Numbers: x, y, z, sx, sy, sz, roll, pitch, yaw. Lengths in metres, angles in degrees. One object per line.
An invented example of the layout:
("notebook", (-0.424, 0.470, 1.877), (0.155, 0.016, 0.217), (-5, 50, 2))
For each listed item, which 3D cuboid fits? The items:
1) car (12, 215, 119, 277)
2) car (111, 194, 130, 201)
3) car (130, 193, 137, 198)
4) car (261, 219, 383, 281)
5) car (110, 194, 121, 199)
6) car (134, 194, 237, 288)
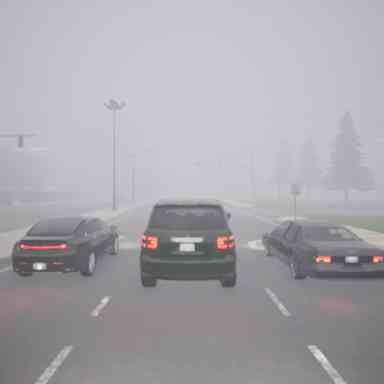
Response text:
("car", (-3.539, 1.465, 10.129), (1.837, 1.490, 4.892), (0, 0, 0))
("car", (-16.650, 1.237, 77.590), (2.033, 1.411, 5.357), (0, 0, 0))
("car", (-16.724, 1.050, 93.218), (2.128, 1.511, 4.902), (0, 0, 0))
("car", (3.464, 1.509, 9.768), (2.033, 1.411, 5.357), (0, 0, -1))
("car", (-20.201, 1.208, 88.236), (1.994, 1.385, 4.181), (0, 0, 0))
("car", (-0.047, 1.185, 9.308), (2.150, 2.045, 5.566), (0, 0, 1))
